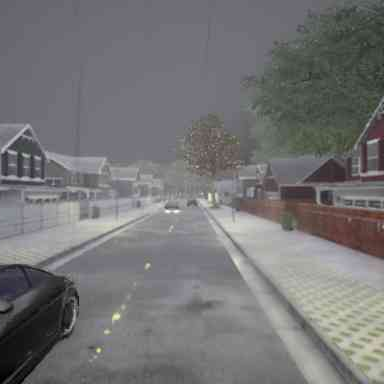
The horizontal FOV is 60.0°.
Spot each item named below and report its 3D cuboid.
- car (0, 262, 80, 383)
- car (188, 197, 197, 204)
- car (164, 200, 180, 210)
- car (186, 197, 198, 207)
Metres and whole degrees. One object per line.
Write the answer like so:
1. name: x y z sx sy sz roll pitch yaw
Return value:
1. car: -2.847 1.583 3.841 1.994 1.385 4.181 0 0 0
2. car: 0.047 1.819 72.027 1.837 1.490 4.892 0 0 0
3. car: -2.791 1.818 47.196 1.994 1.385 4.181 0 0 0
4. car: 0.049 1.828 58.277 1.837 1.490 4.892 0 0 0
